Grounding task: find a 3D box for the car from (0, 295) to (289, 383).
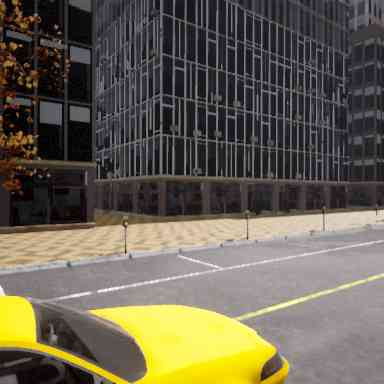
[{"bbox_3d":[-1.551,1.450,2.328,5.366,1.575,1.801,0,0,-36],"label":"car"}]
